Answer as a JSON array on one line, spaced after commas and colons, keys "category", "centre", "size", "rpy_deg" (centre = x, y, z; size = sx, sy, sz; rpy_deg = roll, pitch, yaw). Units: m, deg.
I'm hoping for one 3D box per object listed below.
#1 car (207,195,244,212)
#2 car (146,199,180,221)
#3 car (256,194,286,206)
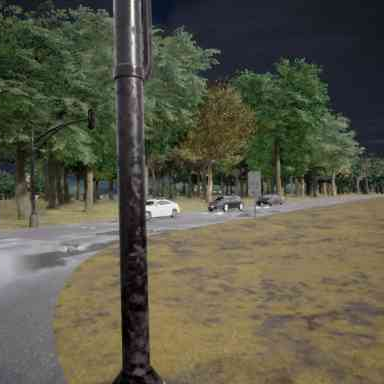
[{"category": "car", "centre": [3.341, 1.087, 32.545], "size": [1.837, 1.490, 4.892], "rpy_deg": [-3, -1, 37]}, {"category": "car", "centre": [-2.792, 1.268, 24.476], "size": [1.812, 1.442, 4.674], "rpy_deg": [-3, -1, 37]}, {"category": "car", "centre": [9.753, 0.970, 40.956], "size": [2.033, 1.411, 5.357], "rpy_deg": [-3, -1, 37]}]
